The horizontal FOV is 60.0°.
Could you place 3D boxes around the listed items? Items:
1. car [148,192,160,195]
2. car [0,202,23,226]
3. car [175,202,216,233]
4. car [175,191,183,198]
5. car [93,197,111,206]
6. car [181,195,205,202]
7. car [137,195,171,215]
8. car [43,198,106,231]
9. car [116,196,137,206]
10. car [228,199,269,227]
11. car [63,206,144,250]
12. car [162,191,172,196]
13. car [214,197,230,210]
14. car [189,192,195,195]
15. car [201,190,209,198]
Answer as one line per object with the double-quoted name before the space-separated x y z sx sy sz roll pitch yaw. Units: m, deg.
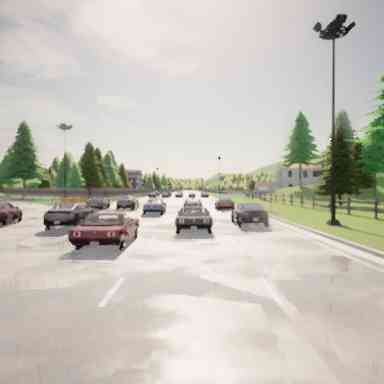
"car" -10.509 0.829 87.476 2.128 1.511 4.902 0 0 0
"car" -12.318 1.357 21.289 1.812 1.442 4.674 0 0 -12
"car" 0.098 1.454 18.556 1.895 1.301 4.718 0 0 0
"car" -3.509 0.854 87.893 1.994 1.385 4.181 0 0 0
"car" -10.404 1.274 36.865 1.994 1.385 4.181 0 0 0
"car" 0.099 1.328 34.632 1.895 1.301 4.718 0 0 0
"car" -3.403 1.304 30.827 2.033 1.411 5.357 0 0 0
"car" -6.901 1.338 19.422 2.128 1.511 4.902 0 0 0
"car" -6.904 1.207 36.134 2.128 1.511 4.902 0 0 0
"car" 3.583 1.360 20.973 1.812 1.442 4.674 0 0 0
"car" -3.400 1.491 13.837 1.895 1.301 4.718 0 0 0
"car" -7.009 0.853 87.860 1.994 1.385 4.181 0 0 0
"car" 3.596 1.274 36.860 1.994 1.385 4.181 0 0 0
"car" -0.009 0.830 87.477 2.128 1.511 4.902 0 0 0
"car" 3.491 0.855 87.894 1.994 1.385 4.181 0 0 0
